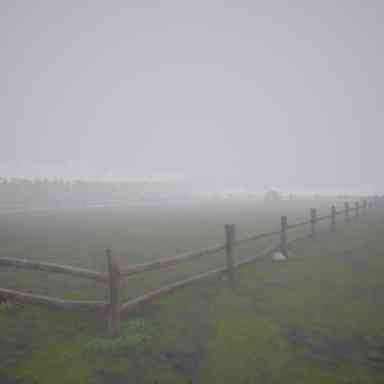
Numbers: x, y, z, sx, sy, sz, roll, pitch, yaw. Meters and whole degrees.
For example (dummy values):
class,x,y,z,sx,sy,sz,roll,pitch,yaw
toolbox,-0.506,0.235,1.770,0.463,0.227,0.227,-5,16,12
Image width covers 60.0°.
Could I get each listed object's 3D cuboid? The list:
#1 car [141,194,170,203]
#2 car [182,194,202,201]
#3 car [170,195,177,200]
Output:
class,x,y,z,sx,sy,sz,roll,pitch,yaw
car,-6.504,1.120,56.586,2.128,1.511,4.902,-1,0,36
car,0.092,1.130,65.967,1.895,1.301,4.718,-1,0,35
car,-5.078,1.223,63.426,1.895,1.301,4.718,-1,0,35
